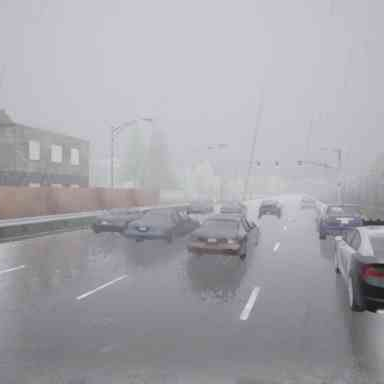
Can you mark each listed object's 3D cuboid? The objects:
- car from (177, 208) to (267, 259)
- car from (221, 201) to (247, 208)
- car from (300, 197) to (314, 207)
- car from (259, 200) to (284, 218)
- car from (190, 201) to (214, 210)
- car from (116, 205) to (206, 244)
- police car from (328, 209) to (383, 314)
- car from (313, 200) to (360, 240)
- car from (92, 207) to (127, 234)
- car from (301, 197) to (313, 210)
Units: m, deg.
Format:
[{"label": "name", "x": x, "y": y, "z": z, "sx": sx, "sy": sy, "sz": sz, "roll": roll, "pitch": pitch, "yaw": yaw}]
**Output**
[{"label": "car", "x": 1.422, "y": 1.547, "z": 12.677, "sx": 2.033, "sy": 1.411, "sz": 5.357, "roll": 0, "pitch": 0, "yaw": 18}, {"label": "car", "x": 4.009, "y": 1.547, "z": 31.640, "sx": 2.033, "sy": 1.411, "sz": 5.357, "roll": 0, "pitch": 0, "yaw": 18}, {"label": "car", "x": 18.398, "y": 1.547, "z": 53.152, "sx": 2.033, "sy": 1.411, "sz": 5.357, "roll": 0, "pitch": 0, "yaw": 18}, {"label": "car", "x": 7.163, "y": 1.505, "z": 30.032, "sx": 1.837, "sy": 1.490, "sz": 4.892, "roll": 0, "pitch": 0, "yaw": 18}, {"label": "car", "x": 0.890, "y": 1.564, "z": 33.359, "sx": 1.994, "sy": 1.385, "sz": 4.181, "roll": 0, "pitch": 0, "yaw": 18}, {"label": "car", "x": -1.204, "y": 1.547, "z": 15.892, "sx": 2.033, "sy": 1.411, "sz": 5.357, "roll": 0, "pitch": 0, "yaw": 18}, {"label": "police car", "x": 4.389, "y": 1.425, "z": 7.494, "sx": 1.930, "sy": 1.638, "sz": 5.238, "roll": 0, "pitch": 0, "yaw": 18}, {"label": "car", "x": 7.488, "y": 1.351, "z": 16.854, "sx": 2.097, "sy": 1.767, "sz": 4.553, "roll": 0, "pitch": 0, "yaw": 18}, {"label": "car", "x": -3.853, "y": 1.563, "z": 19.028, "sx": 1.994, "sy": 1.385, "sz": 4.181, "roll": 0, "pitch": 0, "yaw": 18}, {"label": "car", "x": 14.608, "y": 1.601, "z": 41.628, "sx": 1.895, "sy": 1.301, "sz": 4.718, "roll": 0, "pitch": 0, "yaw": 19}]
